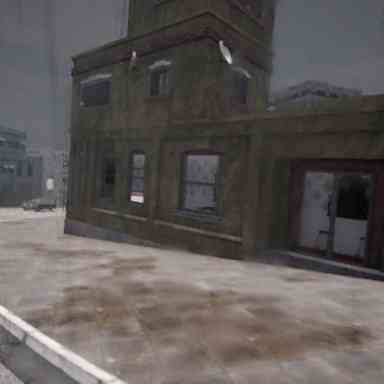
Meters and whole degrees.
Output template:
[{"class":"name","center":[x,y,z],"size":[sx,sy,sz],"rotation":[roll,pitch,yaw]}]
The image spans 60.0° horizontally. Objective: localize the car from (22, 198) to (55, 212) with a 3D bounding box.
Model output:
[{"class":"car","center":[-22.627,1.882,49.392],"size":[2.150,2.045,5.566],"rotation":[4,-2,12]}]
